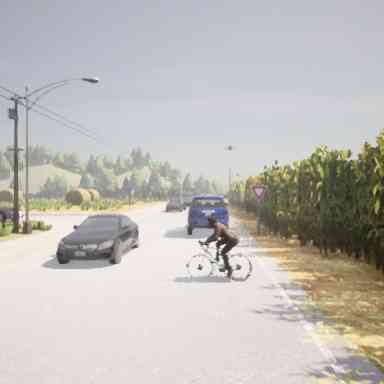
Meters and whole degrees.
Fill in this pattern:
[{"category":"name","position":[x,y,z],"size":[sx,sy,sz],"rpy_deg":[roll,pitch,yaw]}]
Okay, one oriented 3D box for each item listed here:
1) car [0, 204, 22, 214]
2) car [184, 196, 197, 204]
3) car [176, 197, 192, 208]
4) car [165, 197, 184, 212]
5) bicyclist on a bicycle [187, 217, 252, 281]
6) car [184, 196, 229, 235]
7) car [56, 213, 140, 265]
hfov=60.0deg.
[{"category":"car","position":[-15.093,1.454,24.645],"size":[4.902,1.511,2.128],"rpy_deg":[0,0,3]},{"category":"car","position":[-0.170,1.525,63.052],"size":[2.033,1.411,5.357],"rpy_deg":[0,0,4]},{"category":"car","position":[-1.070,1.489,48.064],"size":[1.837,1.490,4.892],"rpy_deg":[0,0,3]},{"category":"car","position":[-1.773,1.491,37.891],"size":[1.837,1.490,4.892],"rpy_deg":[0,0,7]},{"category":"bicyclist on a bicycle","position":[0.677,1.450,8.405],"size":[1.656,1.620,0.582],"rpy_deg":[-1,0,3]},{"category":"car","position":[0.852,1.212,19.060],"size":[2.150,2.045,5.566],"rpy_deg":[0,0,1]},{"category":"car","position":[-3.085,1.521,11.882],"size":[1.812,1.442,4.674],"rpy_deg":[0,0,3]}]
